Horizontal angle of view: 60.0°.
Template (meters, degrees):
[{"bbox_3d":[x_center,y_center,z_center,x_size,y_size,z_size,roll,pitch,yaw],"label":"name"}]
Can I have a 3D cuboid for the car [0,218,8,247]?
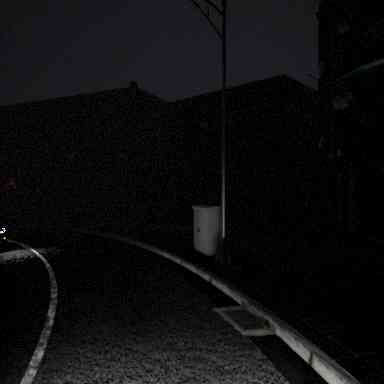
[{"bbox_3d":[-8.939,1.383,13.012,4.892,1.490,1.837,-1,-1,41],"label":"car"}]
